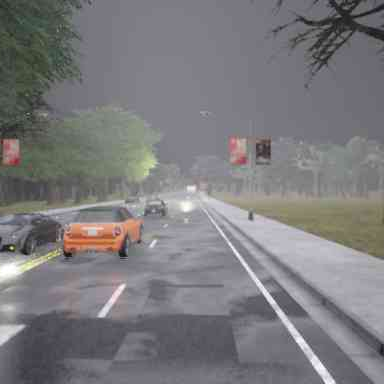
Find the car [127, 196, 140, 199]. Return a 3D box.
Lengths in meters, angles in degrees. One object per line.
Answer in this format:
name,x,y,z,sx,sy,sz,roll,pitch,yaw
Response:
car,-9.975,1.359,56.039,2.033,1.411,5.357,0,0,1

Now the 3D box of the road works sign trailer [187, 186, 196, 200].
road works sign trailer,-0.124,0.180,86.101,2.380,3.560,2.880,0,0,0

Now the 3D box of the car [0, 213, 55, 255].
car,-6.621,1.516,12.873,1.994,1.385,4.181,0,0,0

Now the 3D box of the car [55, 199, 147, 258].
car,-3.173,1.304,12.727,2.097,1.767,4.553,0,0,0

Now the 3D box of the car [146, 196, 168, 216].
car,-3.248,1.416,30.399,1.812,1.442,4.674,0,0,0
